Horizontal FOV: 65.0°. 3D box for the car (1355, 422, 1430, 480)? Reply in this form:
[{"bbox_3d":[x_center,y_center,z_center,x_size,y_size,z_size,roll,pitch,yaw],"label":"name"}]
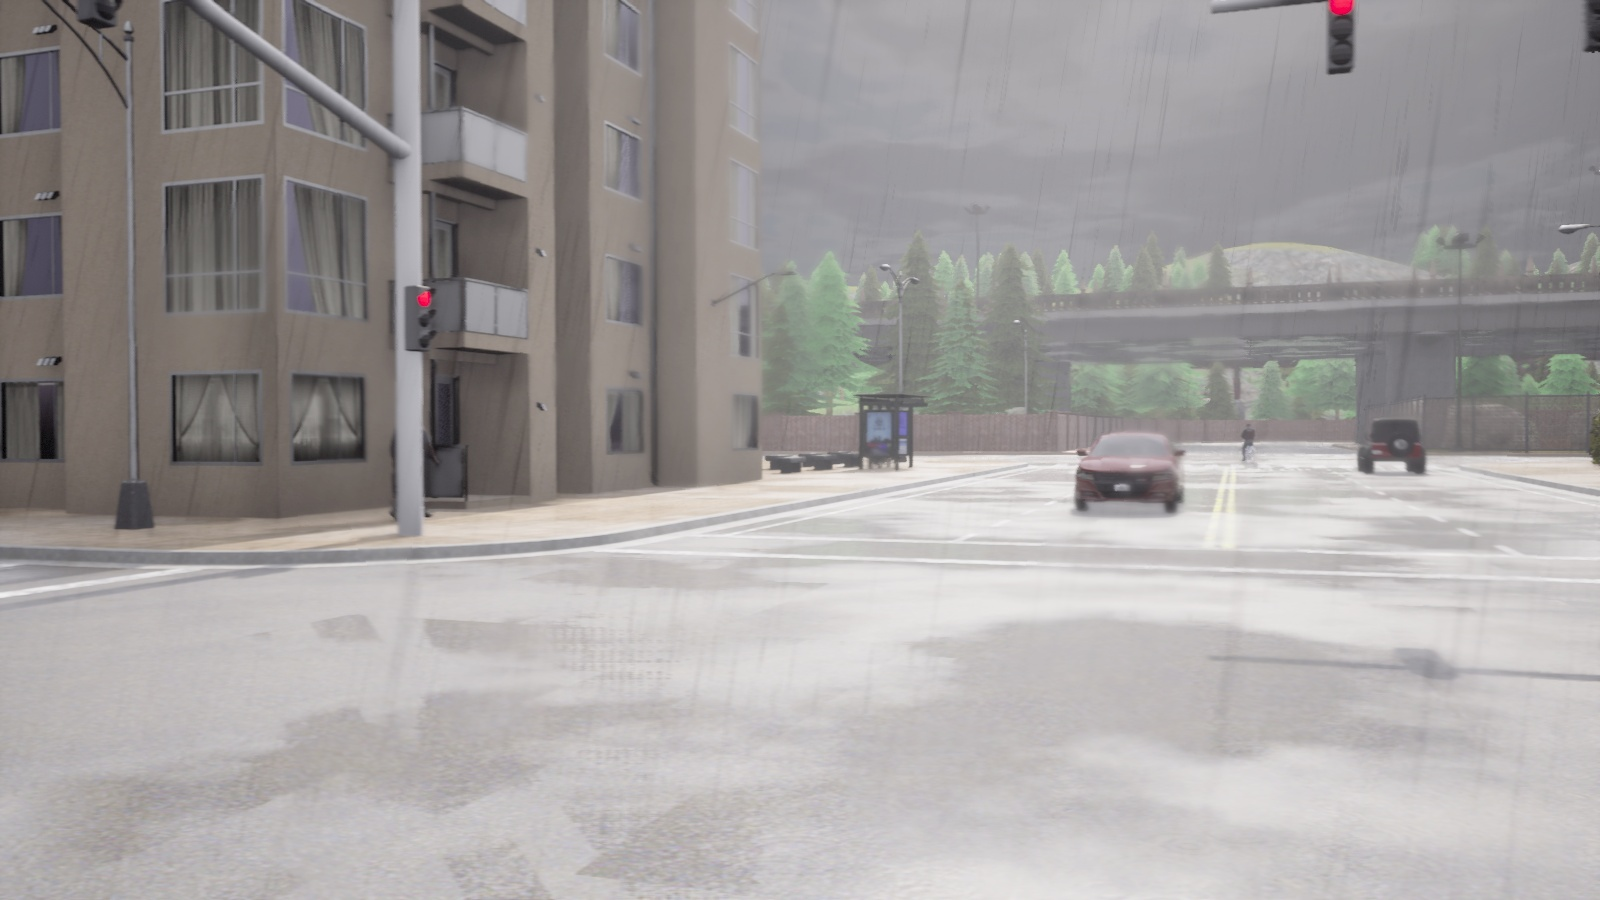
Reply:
[{"bbox_3d":[20.308,0.007,43.189,1.905,1.878,3.866,1,1,19],"label":"car"}]

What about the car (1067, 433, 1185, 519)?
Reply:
[{"bbox_3d":[6.651,0.425,25.241,1.882,1.535,5.008,1,1,19],"label":"car"}]

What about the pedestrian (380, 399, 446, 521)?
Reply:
[{"bbox_3d":[-6.132,0.143,19.912,0.563,1.883,0.849,1,1,31],"label":"pedestrian"}]
